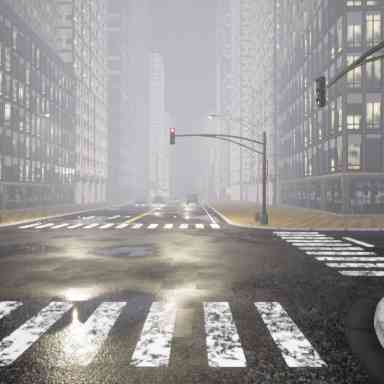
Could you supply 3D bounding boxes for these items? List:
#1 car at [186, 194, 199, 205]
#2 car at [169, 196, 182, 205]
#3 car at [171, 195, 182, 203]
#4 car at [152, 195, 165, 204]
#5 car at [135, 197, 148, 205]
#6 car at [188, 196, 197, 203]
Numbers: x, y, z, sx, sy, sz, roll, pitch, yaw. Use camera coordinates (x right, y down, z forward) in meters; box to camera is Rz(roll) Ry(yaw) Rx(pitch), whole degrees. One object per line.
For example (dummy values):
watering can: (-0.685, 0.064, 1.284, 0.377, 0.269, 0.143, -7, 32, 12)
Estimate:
car: (0.091, 1.323, 60.163, 2.150, 2.045, 5.566, 0, 0, 0)
car: (-3.159, 1.702, 60.167, 1.895, 1.301, 4.718, 0, 0, 0)
car: (-3.144, 1.495, 70.138, 2.128, 1.511, 4.902, 0, 0, 0)
car: (-6.403, 1.468, 64.340, 2.097, 1.767, 4.553, 0, 0, 0)
car: (-9.653, 1.664, 64.314, 2.033, 1.411, 5.357, 0, 0, 0)
car: (0.107, 1.541, 70.550, 1.994, 1.385, 4.181, 0, 0, 0)
